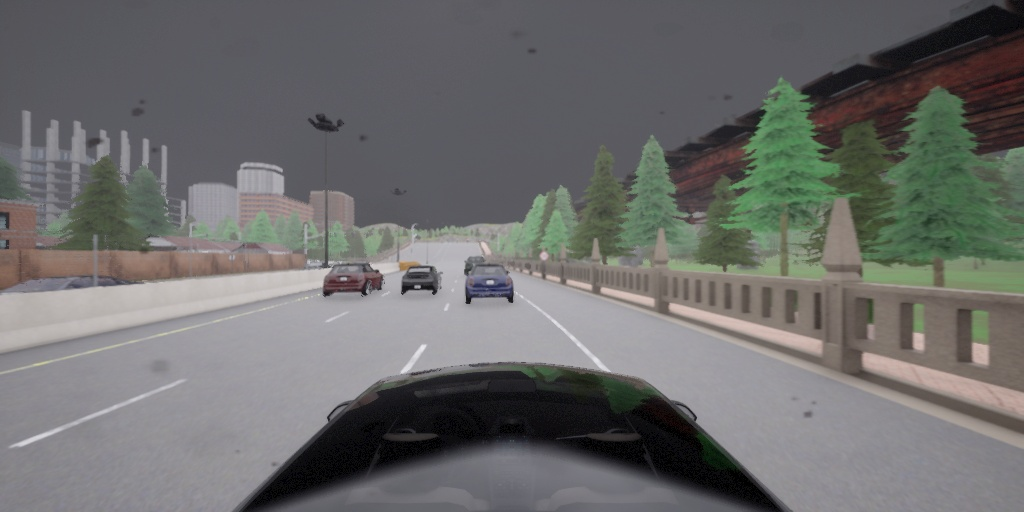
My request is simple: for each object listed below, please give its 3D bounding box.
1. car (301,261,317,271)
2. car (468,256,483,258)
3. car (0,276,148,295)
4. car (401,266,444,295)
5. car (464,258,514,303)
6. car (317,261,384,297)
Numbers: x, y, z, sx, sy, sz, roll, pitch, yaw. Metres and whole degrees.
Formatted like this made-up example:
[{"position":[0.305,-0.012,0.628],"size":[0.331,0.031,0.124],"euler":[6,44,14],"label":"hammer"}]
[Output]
[{"position":[-22.018,1.424,40.451],"size":[1.812,1.442,4.674],"euler":[0,0,-7],"label":"car"},{"position":[-3.955,1.047,38.751],"size":[2.150,2.045,5.566],"euler":[0,0,-8],"label":"car"},{"position":[-14.793,1.371,11.941],"size":[2.033,1.411,5.357],"euler":[0,0,-6],"label":"car"},{"position":[-5.068,1.305,20.433],"size":[1.837,1.490,4.892],"euler":[0,0,-7],"label":"car"},{"position":[-1.166,1.132,17.094],"size":[2.097,1.767,4.553],"euler":[0,0,-7],"label":"car"},{"position":[-8.516,1.165,19.655],"size":[2.097,1.767,4.553],"euler":[0,0,-7],"label":"car"}]
